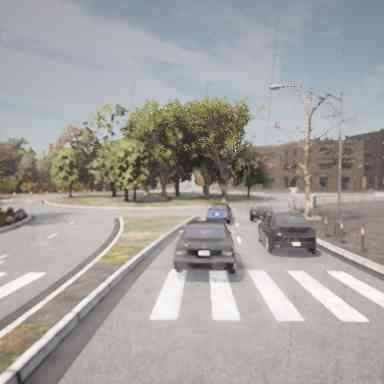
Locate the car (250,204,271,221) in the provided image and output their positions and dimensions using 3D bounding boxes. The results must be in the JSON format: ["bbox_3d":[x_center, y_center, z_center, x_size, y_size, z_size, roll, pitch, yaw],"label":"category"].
[{"bbox_3d":[5.832,1.656,27.965,1.895,1.301,4.718,1,1,11],"label":"car"}]

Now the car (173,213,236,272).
[{"bbox_3d":[0.480,1.668,11.185,2.033,1.411,5.357,0,-1,4],"label":"car"}]

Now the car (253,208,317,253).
[{"bbox_3d":[4.015,1.670,14.593,1.837,1.490,4.892,0,0,5],"label":"car"}]

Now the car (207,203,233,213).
[{"bbox_3d":[2.249,1.617,26.552,2.033,1.411,5.357,0,1,10],"label":"car"}]
